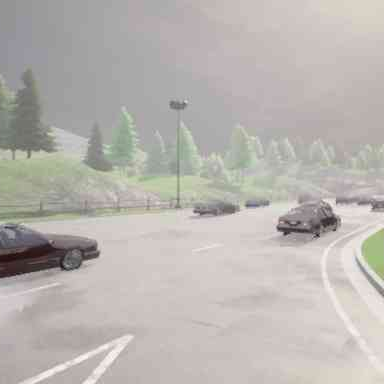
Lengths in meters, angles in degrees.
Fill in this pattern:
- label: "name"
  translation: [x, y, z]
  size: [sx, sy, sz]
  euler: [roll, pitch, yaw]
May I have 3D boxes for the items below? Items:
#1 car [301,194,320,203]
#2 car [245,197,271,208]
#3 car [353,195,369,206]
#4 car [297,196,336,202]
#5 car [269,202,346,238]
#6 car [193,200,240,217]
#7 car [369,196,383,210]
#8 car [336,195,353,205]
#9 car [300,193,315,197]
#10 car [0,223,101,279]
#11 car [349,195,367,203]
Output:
- label: "car"
  translation: [21.724, 1.179, 60.884]
  size: [1.812, 1.442, 4.674]
  euler: [0, 1, 38]
- label: "car"
  translation: [8.716, 1.310, 43.687]
  size: [1.994, 1.385, 4.181]
  euler: [0, 0, 37]
- label: "car"
  translation: [25.534, 1.279, 48.458]
  size: [2.033, 1.411, 5.357]
  euler: [0, 0, 37]
- label: "car"
  translation: [10.774, 1.360, 29.048]
  size: [1.812, 1.442, 4.674]
  euler: [0, 0, 37]
- label: "car"
  translation: [6.141, 1.449, 17.175]
  size: [2.033, 1.411, 5.357]
  euler: [0, 0, 37]
- label: "car"
  translation: [2.266, 1.372, 29.423]
  size: [2.033, 1.411, 5.357]
  euler: [0, 0, 37]
- label: "car"
  translation: [21.707, 1.318, 37.644]
  size: [1.812, 1.442, 4.674]
  euler: [0, 0, 37]
- label: "car"
  translation: [24.089, 1.211, 52.504]
  size: [1.837, 1.490, 4.892]
  euler: [0, 0, 37]
- label: "car"
  translation: [17.245, 1.072, 49.123]
  size: [2.097, 1.767, 4.553]
  euler: [0, 0, 37]
- label: "car"
  translation: [-4.980, 1.493, 8.333]
  size: [2.033, 1.411, 5.357]
  euler: [0, 0, 37]
- label: "car"
  translation: [30.396, 1.209, 60.799]
  size: [2.033, 1.411, 5.357]
  euler: [0, 0, 37]
